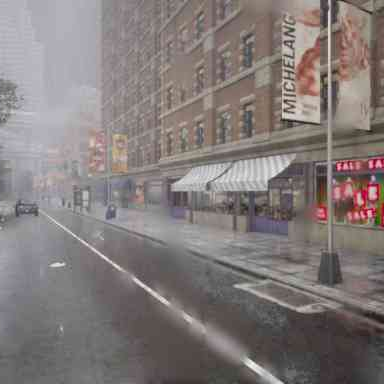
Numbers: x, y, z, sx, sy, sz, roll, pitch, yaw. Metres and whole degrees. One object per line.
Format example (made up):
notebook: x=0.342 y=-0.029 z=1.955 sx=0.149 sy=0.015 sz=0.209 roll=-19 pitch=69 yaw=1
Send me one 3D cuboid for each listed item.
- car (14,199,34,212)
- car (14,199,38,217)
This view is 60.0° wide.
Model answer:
car: x=-20.250 y=1.550 z=40.113 sx=2.033 sy=1.411 sz=5.357 roll=0 pitch=0 yaw=-27
car: x=-15.665 y=1.493 z=31.516 sx=2.128 sy=1.511 sz=4.902 roll=0 pitch=0 yaw=-28
